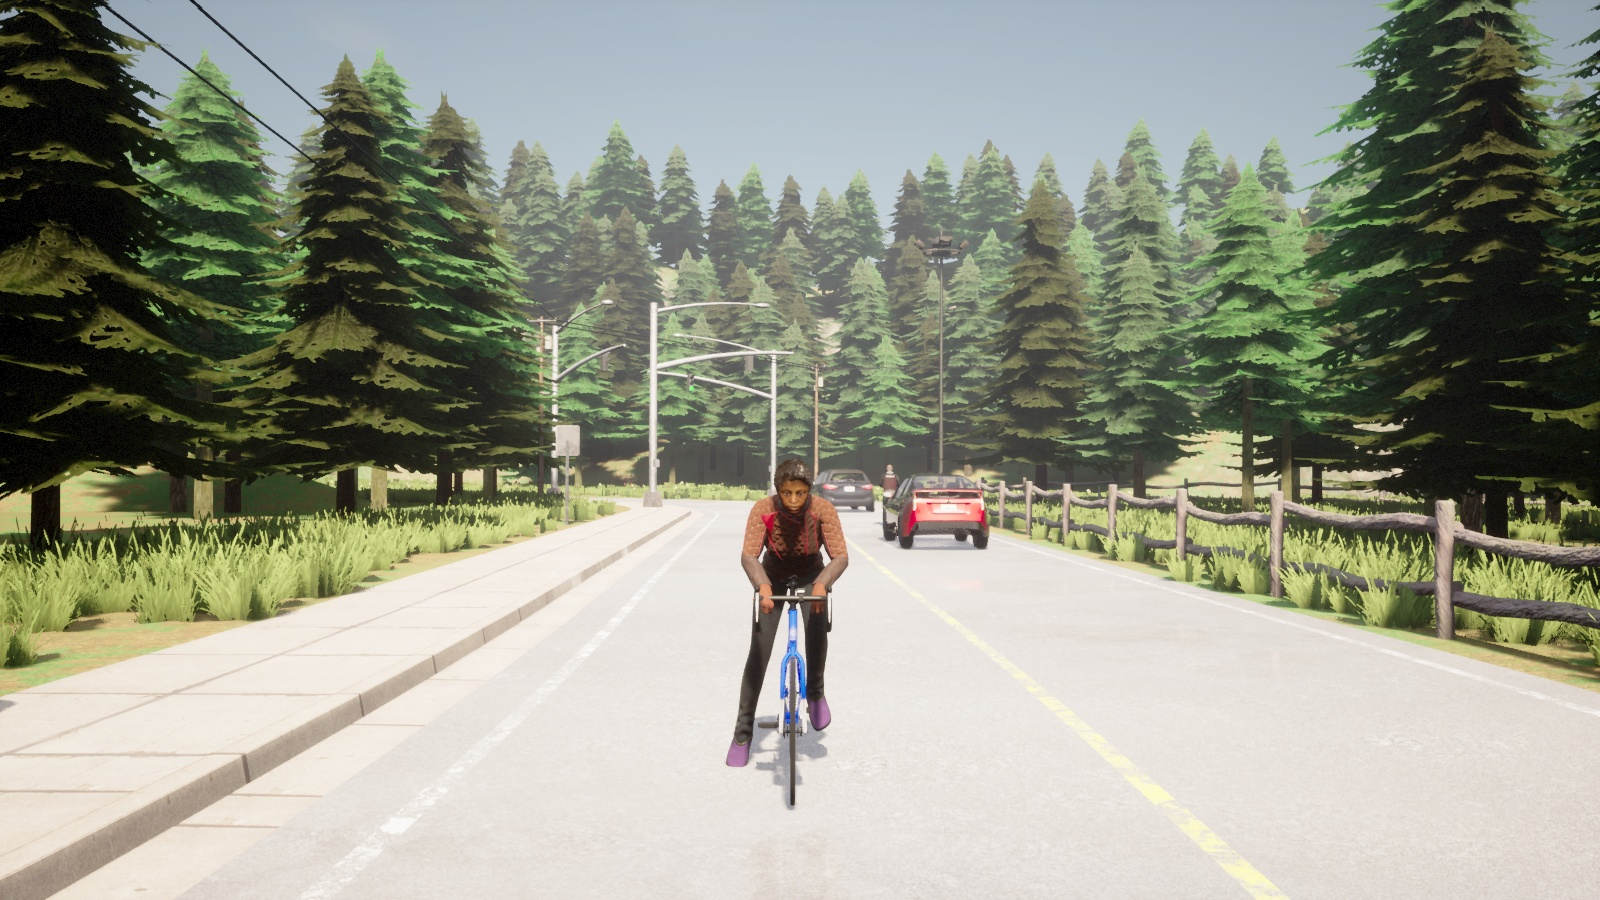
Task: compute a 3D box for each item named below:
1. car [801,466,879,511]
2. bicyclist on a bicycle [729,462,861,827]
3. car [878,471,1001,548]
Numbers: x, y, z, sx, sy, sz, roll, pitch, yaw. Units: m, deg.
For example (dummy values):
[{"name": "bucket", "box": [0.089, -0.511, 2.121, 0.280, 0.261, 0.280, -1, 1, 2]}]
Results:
[{"name": "car", "box": [1.547, 1.500, 50.121, 2.242, 1.667, 4.611, 0, -1, -9]}, {"name": "bicyclist on a bicycle", "box": [-0.030, 0.875, 6.417, 0.582, 1.620, 1.656, 0, -1, -1]}, {"name": "car", "box": [2.893, 1.211, 27.047, 2.007, 1.525, 4.514, 0, -1, -2]}]
